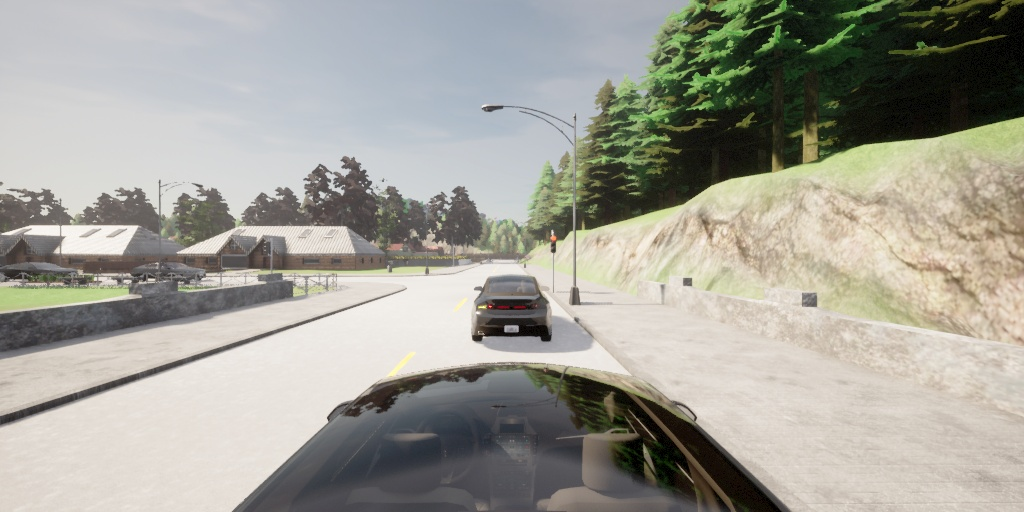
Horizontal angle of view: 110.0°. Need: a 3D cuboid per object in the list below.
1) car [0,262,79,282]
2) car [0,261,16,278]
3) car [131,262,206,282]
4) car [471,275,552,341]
[{"bbox_3d":[-37.060,1.228,28.023,5.008,1.535,1.882,0,0,0],"label":"car"},{"bbox_3d":[-48.134,1.228,32.066,5.008,1.535,1.882,0,0,0],"label":"car"},{"bbox_3d":[-26.813,1.241,28.108,4.902,1.511,2.128,0,0,0],"label":"car"},{"bbox_3d":[-0.010,1.255,9.813,1.837,1.490,4.892,0,0,0],"label":"car"}]
